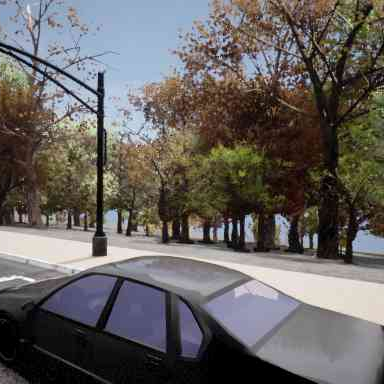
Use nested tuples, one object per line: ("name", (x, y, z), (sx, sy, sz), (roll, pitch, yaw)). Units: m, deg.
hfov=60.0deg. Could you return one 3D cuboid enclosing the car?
("car", (-0.545, 1.547, 4.067), (5.357, 1.411, 2.033), (0, 0, 35))
